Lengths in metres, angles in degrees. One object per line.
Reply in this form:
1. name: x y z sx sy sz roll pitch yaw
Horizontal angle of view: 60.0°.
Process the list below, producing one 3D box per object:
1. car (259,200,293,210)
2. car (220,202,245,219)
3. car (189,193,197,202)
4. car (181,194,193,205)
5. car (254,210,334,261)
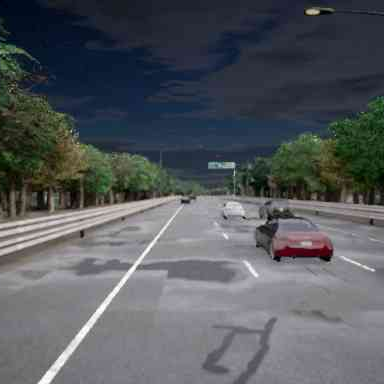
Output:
1. car: 7.094 1.439 28.557 2.097 1.767 4.553 0 0 0
2. car: 3.594 1.617 29.886 1.812 1.442 4.674 0 0 0
3. car: -0.020 1.359 84.061 2.150 2.045 5.566 0 0 0
4. car: -1.241 1.704 65.006 1.882 1.535 5.008 0 0 0
5. car: 3.597 1.602 12.459 1.994 1.385 4.181 0 0 0
